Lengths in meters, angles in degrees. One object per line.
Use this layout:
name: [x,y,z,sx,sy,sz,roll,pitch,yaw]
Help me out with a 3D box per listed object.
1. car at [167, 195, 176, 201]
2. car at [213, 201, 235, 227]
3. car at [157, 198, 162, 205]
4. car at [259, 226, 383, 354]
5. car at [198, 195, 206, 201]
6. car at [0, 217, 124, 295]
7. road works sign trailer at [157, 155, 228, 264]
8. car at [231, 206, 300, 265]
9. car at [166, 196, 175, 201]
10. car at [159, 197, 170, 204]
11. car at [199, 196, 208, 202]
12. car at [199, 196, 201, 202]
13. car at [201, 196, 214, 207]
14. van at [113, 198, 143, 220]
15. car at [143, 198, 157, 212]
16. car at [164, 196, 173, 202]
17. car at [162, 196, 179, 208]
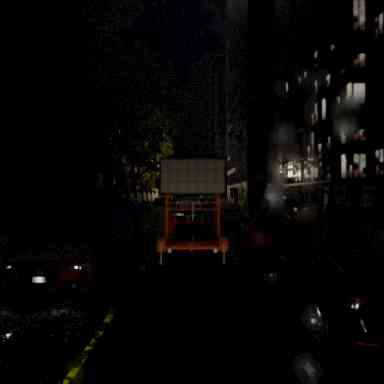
car: [-5.588,1.671,91.408,2.008,1.369,4.403,0,0,0]
car: [2.719,1.590,23.365,1.752,1.417,4.829,0,0,0]
car: [-5.625,1.659,57.309,1.887,1.381,4.507,0,0,0]
car: [2.700,1.586,6.148,1.947,1.339,4.313,0,0,0]
car: [2.792,1.671,91.372,2.008,1.369,4.403,0,0,0]
car: [-3.091,1.591,8.703,1.994,1.385,4.181,0,0,0]
road works sign trailer: [0.029,0.501,11.893,2.380,3.560,2.880,0,0,0]
car: [2.707,1.477,11.829,1.967,1.590,4.097,0,0,0]
car: [-5.594,1.672,85.724,2.008,1.369,4.403,0,0,0]
car: [-5.613,1.671,68.676,2.008,1.369,4.403,0,0,0]
car: [2.780,1.688,80.008,1.947,1.339,4.313,0,0,0]
car: [2.768,1.666,68.646,1.887,1.381,4.507,0,0,0]
car: [2.749,1.691,51.602,1.802,1.307,4.206,0,0,0]
van: [-5.655,1.417,28.895,1.690,1.788,3.998,0,0,0]
car: [-5.644,1.676,40.261,1.802,1.307,4.206,0,0,0]
car: [-5.600,1.647,79.871,1.752,1.417,4.829,0,0,0]
car: [-3.034,1.459,50.972,2.097,1.767,4.553,0,0,0]
